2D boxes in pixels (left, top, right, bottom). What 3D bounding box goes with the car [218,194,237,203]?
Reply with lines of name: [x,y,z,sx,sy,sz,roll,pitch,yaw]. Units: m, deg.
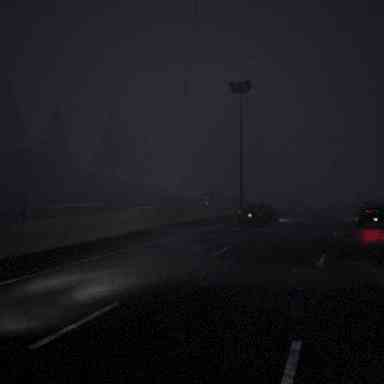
car: [5.766,1.349,44.987,2.033,1.411,5.357,0,0,34]

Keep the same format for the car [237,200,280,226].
car: [4.635,1.452,22.791,1.994,1.385,4.181,0,0,29]

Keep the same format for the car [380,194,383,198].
car: [26.943,1.209,44.173,2.033,1.411,5.357,0,0,38]

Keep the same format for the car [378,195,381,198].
car: [33.366,1.098,57.234,1.812,1.442,4.674,0,0,43]

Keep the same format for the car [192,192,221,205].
car: [2.735,1.023,46.757,2.150,2.045,5.566,0,0,34]

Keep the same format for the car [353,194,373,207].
car: [22.963,1.040,44.524,2.097,1.767,4.553,0,0,33]

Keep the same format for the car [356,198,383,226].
car: [11.971,1.346,21.588,1.837,1.490,4.892,-1,-1,30]
